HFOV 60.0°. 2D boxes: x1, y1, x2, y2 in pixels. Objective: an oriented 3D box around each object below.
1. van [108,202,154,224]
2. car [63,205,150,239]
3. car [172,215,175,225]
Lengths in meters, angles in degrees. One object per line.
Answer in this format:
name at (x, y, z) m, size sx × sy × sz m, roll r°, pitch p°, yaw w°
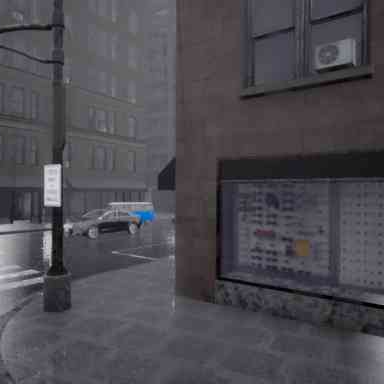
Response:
van at (-4.507, 1.634, 24.169) m, size 1.690 × 1.788 × 3.998 m, roll -1°, pitch -1°, yaw 35°
car at (-4.995, 1.725, 18.987) m, size 2.128 × 1.511 × 4.902 m, roll 0°, pitch -1°, yaw 35°
car at (0.258, 1.946, 26.451) m, size 1.994 × 1.385 × 4.181 m, roll 0°, pitch -1°, yaw 35°
